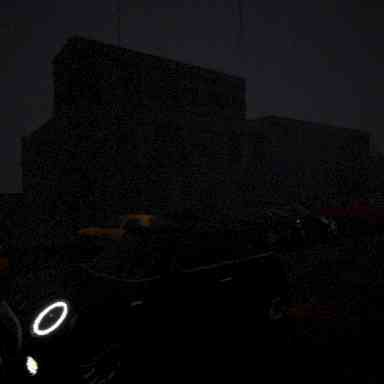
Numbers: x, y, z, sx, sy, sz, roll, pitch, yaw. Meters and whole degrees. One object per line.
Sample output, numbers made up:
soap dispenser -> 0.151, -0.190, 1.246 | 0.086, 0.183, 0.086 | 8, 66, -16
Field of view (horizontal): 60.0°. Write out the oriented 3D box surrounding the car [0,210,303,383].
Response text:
car -> -0.519, 1.349, 5.343 | 4.553, 1.767, 2.097 | 0, 0, -38

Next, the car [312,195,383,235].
car -> 7.500, 1.231, 18.968 | 5.566, 2.045, 2.435 | -1, -1, 35

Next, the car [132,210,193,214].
car -> -2.182, 1.479, 12.247 | 5.366, 1.575, 1.946 | -1, 0, 35

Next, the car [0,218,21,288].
car -> -6.956, 1.484, 8.846 | 5.366, 1.575, 1.946 | -1, 0, 34

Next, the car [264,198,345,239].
car -> 5.116, 1.353, 17.277 | 4.553, 1.767, 2.185 | -1, -1, 35

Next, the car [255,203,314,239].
car -> 2.754, 1.480, 15.541 | 4.892, 1.521, 2.231 | -1, 0, 35

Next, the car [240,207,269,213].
car -> 0.385, 1.508, 13.822 | 4.792, 1.488, 2.163 | -1, -1, 35
